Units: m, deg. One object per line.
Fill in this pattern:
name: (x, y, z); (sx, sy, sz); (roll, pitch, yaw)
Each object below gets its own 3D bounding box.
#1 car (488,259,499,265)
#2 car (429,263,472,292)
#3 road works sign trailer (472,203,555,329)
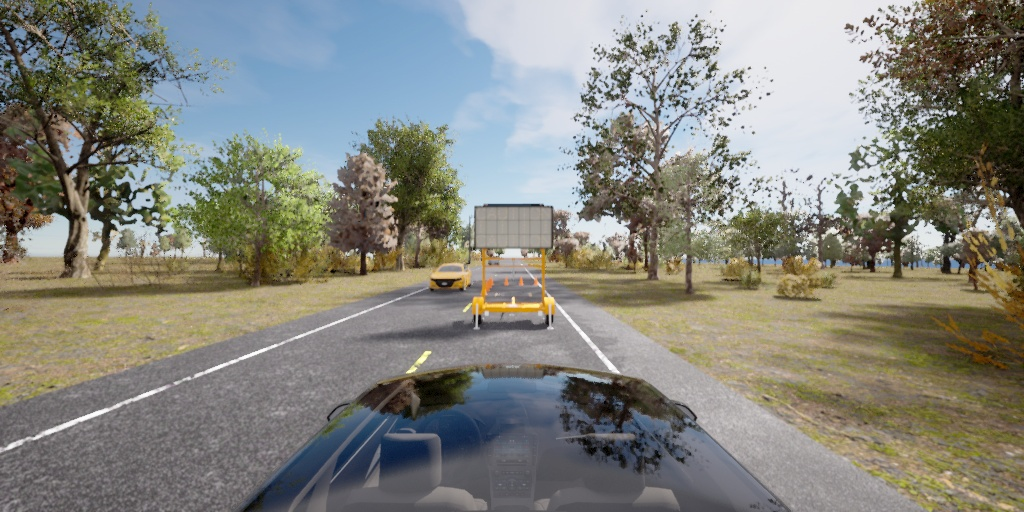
car: (-3.257, 1.141, 63.343); (2.128, 1.511, 4.902); (0, 0, 1)
car: (-3.506, 1.177, 21.172); (1.882, 1.535, 5.008); (0, 0, 0)
road works sign trailer: (0.050, 0.187, 11.095); (2.380, 3.560, 2.880); (0, 0, 0)
